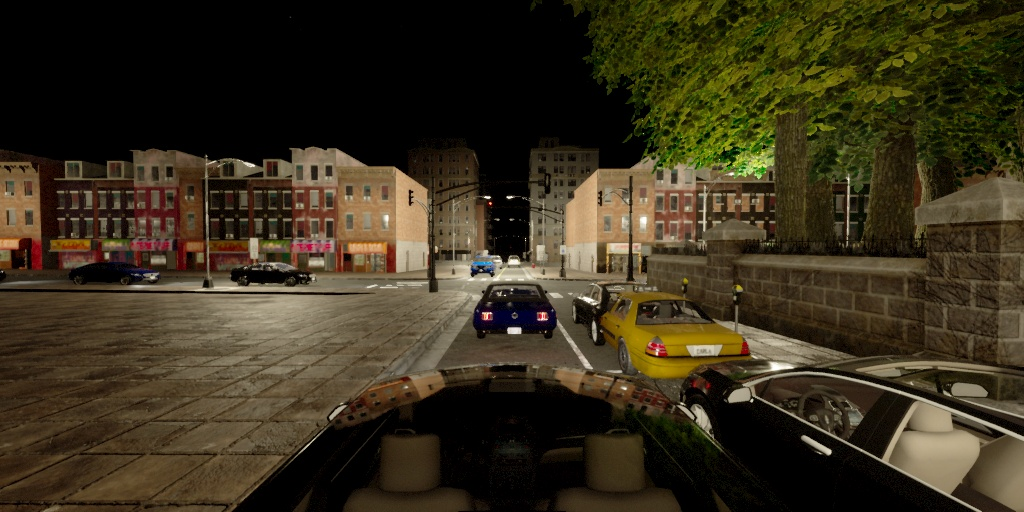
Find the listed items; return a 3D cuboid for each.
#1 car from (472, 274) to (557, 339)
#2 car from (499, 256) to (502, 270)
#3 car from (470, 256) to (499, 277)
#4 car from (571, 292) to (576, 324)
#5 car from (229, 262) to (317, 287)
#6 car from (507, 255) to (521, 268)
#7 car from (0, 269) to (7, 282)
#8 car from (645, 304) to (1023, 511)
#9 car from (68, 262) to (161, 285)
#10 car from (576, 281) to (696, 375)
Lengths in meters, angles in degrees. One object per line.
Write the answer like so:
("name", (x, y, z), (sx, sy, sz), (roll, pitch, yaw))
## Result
("car", (0.072, 1.349, 10.066), (1.895, 1.301, 4.718), (0, 0, 0))
("car", (-2.630, 1.002, 54.453), (2.150, 2.045, 5.566), (0, 0, 1))
("car", (-2.779, 0.979, 35.258), (2.150, 2.045, 5.566), (0, 0, 1))
("car", (2.658, 1.299, 9.262), (2.007, 1.370, 4.403), (0, 0, 0))
("car", (-15.035, 1.160, 22.721), (4.902, 1.511, 2.128), (1, 1, 0))
("car", (0.380, 1.012, 63.734), (2.150, 2.045, 5.566), (0, 0, 0))
("car", (-35.283, 0.970, 22.768), (4.674, 1.442, 1.812), (1, 1, 1))
("car", (2.637, 1.300, 2.127), (2.007, 1.370, 4.403), (0, 0, 0))
("car", (-25.140, 1.084, 22.740), (4.674, 1.442, 1.812), (1, 1, 0))
("car", (2.684, 1.274, 7.289), (1.751, 1.417, 4.829), (0, 0, 0))
